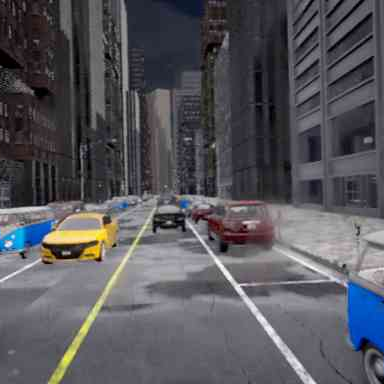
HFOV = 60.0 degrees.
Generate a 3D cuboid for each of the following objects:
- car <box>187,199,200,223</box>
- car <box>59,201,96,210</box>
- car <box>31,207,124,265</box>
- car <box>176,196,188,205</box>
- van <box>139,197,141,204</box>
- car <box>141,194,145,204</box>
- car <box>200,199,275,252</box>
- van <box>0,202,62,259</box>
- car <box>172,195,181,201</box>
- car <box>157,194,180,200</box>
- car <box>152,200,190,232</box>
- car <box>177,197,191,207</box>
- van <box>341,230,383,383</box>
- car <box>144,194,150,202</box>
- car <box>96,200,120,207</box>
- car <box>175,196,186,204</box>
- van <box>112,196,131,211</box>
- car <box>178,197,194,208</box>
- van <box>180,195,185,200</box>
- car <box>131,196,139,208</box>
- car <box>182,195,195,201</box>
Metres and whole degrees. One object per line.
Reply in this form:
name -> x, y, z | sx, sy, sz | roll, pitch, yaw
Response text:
car -> 0.919, 1.487, 24.765 | 1.887, 1.381, 4.507 | -1, 0, -5
car -> -7.128, 1.477, 18.477 | 2.192, 1.841, 5.009 | -1, 0, -5
car -> -3.962, 1.564, 12.466 | 1.882, 1.535, 5.008 | -2, 0, -5
car -> -1.806, 1.498, 58.480 | 1.752, 1.417, 4.829 | -1, 0, -5
van -> -10.291, 1.538, 57.616 | 1.690, 1.788, 3.998 | -1, 0, -5
car -> -11.176, 1.737, 68.628 | 1.752, 1.417, 4.829 | -2, 0, -5
car -> 1.817, 1.248, 13.582 | 2.192, 1.841, 5.009 | -1, 0, -5
van -> -6.676, 1.498, 12.886 | 1.690, 1.788, 3.998 | -1, 0, -5
car -> -4.050, 1.570, 86.264 | 2.008, 1.369, 4.403 | -2, 0, -5
car -> -2.867, 1.246, 38.186 | 2.150, 2.045, 5.566 | -2, 0, -4
car -> -1.420, 1.487, 20.344 | 1.882, 1.535, 5.008 | -2, 0, -5
car -> -1.339, 1.533, 52.719 | 1.947, 1.339, 4.313 | -1, 0, -5
van -> 2.721, 1.266, 2.401 | 1.690, 1.788, 3.998 | -1, 0, -5
car -> -12.544, 1.810, 85.572 | 1.947, 1.339, 4.313 | -2, 0, -5
car -> -8.026, 1.722, 29.659 | 2.008, 1.369, 4.403 | -1, 0, -5
car -> -2.258, 1.504, 64.071 | 1.752, 1.417, 4.829 | -2, 0, -5
van -> -8.935, 1.522, 40.842 | 1.690, 1.788, 3.998 | -1, 0, -5
car -> -0.888, 1.507, 47.128 | 1.887, 1.381, 4.507 | -1, 0, -5
van -> -0.441, 1.298, 41.537 | 1.690, 1.788, 3.998 | -1, 0, -5
car -> -9.836, 1.631, 52.025 | 1.967, 1.590, 4.097 | -1, 0, -5
car -> 0.465, 1.387, 30.355 | 1.967, 1.590, 4.097 | -1, 0, -5
